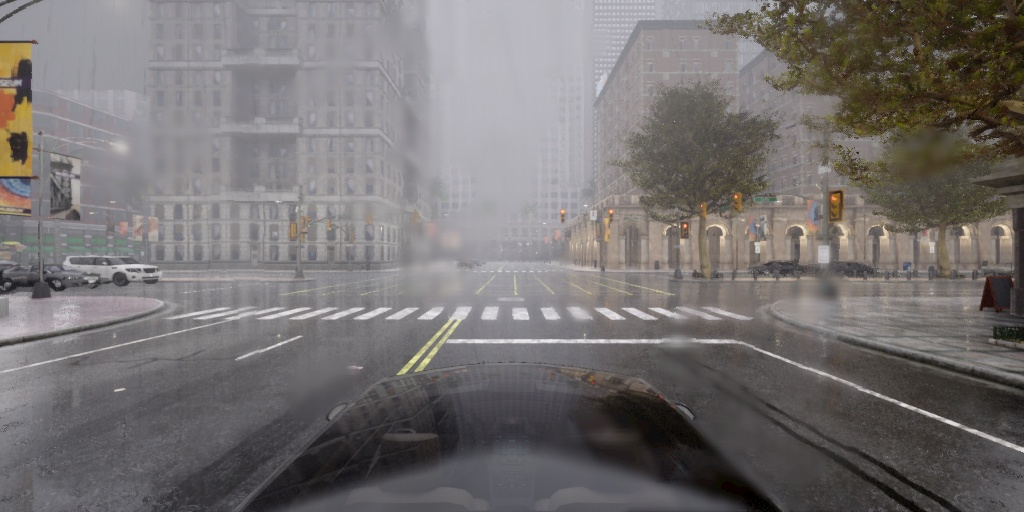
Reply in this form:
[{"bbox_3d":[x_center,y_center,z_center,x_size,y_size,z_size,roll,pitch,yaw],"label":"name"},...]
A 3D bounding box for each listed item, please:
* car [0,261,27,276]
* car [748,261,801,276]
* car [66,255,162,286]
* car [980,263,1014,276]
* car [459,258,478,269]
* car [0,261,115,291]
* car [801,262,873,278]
[{"bbox_3d":[-52.548,1.255,36.916,4.892,1.490,1.837,0,0,20],"label":"car"},{"bbox_3d":[26.369,1.254,35.969,4.892,1.490,1.837,0,0,0],"label":"car"},{"bbox_3d":[-27.388,0.971,24.552,5.566,2.045,2.150,0,0,2],"label":"car"},{"bbox_3d":[50.210,1.351,35.812,4.718,1.301,1.895,0,0,1],"label":"car"},{"bbox_3d":[-7.120,1.102,56.621,2.097,1.767,4.553,0,0,0],"label":"car"},{"bbox_3d":[-27.067,1.241,21.036,4.902,1.511,2.128,0,0,0],"label":"car"},{"bbox_3d":[29.632,1.254,32.453,4.892,1.490,1.837,0,0,0],"label":"car"}]
